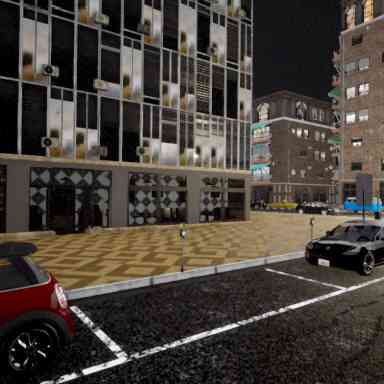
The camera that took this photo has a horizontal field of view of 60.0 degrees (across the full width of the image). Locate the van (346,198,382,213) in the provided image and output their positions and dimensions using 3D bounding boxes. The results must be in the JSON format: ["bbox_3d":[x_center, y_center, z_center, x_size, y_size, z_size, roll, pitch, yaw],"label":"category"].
[{"bbox_3d":[19.143,1.525,37.436,1.690,1.788,3.998,0,-1,-35],"label":"van"}]

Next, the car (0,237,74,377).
[{"bbox_3d":[-3.682,1.440,3.922,4.097,1.590,1.967,0,1,-35],"label":"car"}]

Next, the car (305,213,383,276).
[{"bbox_3d":[5.398,1.567,10.392,4.313,1.339,1.947,0,1,-35],"label":"car"}]

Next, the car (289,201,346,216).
[{"bbox_3d":[12.254,1.620,32.662,2.008,1.369,4.403,0,-1,-35],"label":"car"}]

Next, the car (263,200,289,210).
[{"bbox_3d":[12.720,1.787,46.694,1.752,1.417,4.829,0,-1,-35],"label":"car"}]

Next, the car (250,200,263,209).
[{"bbox_3d":[9.654,1.864,51.114,1.947,1.339,4.313,0,-1,-35],"label":"car"}]
